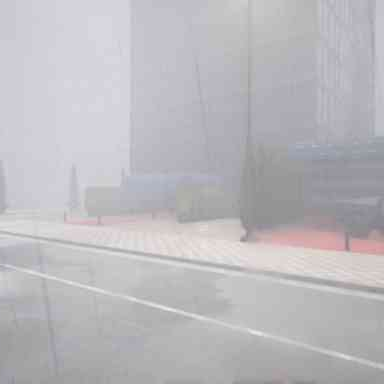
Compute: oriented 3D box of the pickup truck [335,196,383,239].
[{"bbox_3d":[9.077,1.058,13.513,2.390,2.098,6.274,0,0,-24],"label":"pickup truck"}]
